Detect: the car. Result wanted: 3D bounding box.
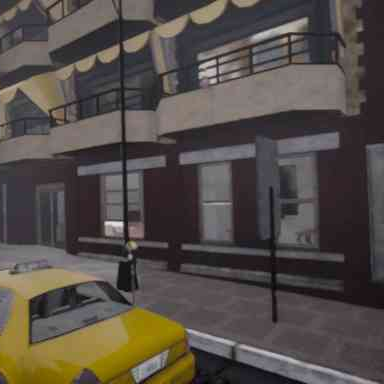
[{"bbox_3d":[-2.253,1.567,4.355,4.829,1.417,1.752,-1,-2,36],"label":"car"}]
